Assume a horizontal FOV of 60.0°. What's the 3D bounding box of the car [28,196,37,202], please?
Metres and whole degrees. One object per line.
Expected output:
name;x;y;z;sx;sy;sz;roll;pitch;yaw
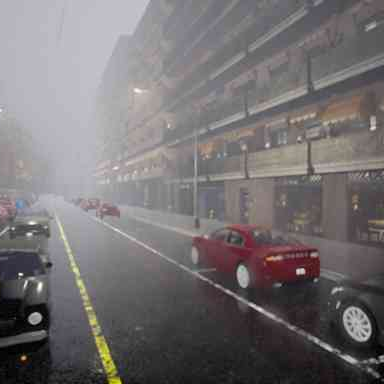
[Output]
car;-39.840;1.698;83.263;1.887;1.381;4.507;0;0;-23

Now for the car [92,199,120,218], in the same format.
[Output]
car;-7.533;1.609;29.763;1.802;1.307;4.206;0;0;-23

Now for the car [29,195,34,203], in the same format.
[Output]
car;-26.413;1.637;52.265;1.947;1.339;4.313;0;0;-23

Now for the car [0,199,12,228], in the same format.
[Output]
car;-12.984;1.453;21.265;1.967;1.590;4.097;0;0;-23

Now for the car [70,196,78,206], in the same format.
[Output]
car;-18.723;1.641;55.596;1.947;1.339;4.313;0;0;-23

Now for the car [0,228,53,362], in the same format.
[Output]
car;-3.403;1.602;5.667;1.895;1.301;4.718;0;0;-24

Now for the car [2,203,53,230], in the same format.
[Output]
car;-8.510;1.554;17.705;2.033;1.411;5.357;0;0;-23

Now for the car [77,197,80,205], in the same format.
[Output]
car;-14.247;1.637;45.263;1.802;1.307;4.206;0;0;-23

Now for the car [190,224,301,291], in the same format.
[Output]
car;1.419;1.549;9.100;1.887;1.381;4.507;0;0;-23

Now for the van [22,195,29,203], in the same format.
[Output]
van;-21.937;1.392;41.932;1.690;1.788;3.998;0;0;-23

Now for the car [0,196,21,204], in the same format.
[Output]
car;-15.223;1.337;26.432;2.192;1.841;5.009;0;0;-23

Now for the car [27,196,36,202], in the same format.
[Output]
car;-37.602;1.720;78.096;1.802;1.307;4.206;0;0;-23

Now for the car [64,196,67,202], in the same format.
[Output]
car;-27.742;1.653;76.417;1.752;1.417;4.829;0;0;-23

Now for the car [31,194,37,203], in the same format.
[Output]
car;-30.888;1.409;62.598;2.192;1.841;5.009;0;0;-23

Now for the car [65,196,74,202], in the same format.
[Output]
car;-29.913;1.724;81.428;1.802;1.307;4.206;0;0;-23

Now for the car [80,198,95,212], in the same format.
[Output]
car;-12.009;1.486;40.097;1.967;1.590;4.097;0;0;-23

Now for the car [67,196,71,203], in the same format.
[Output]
car;-23.199;1.539;65.928;1.967;1.590;4.097;0;0;-23

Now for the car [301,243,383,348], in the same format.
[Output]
car;3.656;1.554;3.933;2.008;1.369;4.403;0;0;-23
